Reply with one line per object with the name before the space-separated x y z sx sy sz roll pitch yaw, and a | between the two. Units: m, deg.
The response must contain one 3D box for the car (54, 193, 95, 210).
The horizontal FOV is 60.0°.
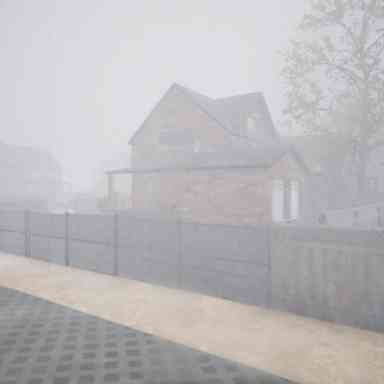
car | -12.425 0.892 35.862 2.097 1.767 4.553 1 2 35
